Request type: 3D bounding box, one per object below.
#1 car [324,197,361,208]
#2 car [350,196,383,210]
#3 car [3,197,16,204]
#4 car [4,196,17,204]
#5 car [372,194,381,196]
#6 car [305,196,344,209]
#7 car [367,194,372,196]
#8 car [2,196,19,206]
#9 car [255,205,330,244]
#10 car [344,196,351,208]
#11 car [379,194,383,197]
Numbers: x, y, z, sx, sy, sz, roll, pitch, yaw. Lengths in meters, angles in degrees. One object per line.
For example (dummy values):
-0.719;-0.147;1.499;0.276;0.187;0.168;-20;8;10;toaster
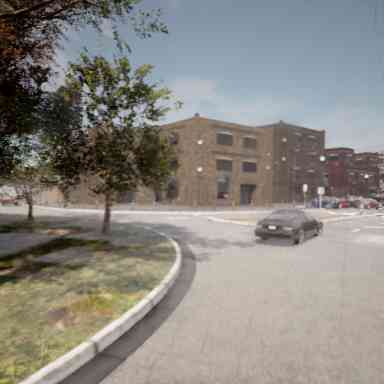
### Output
22.641;1.571;50.258;2.002;1.452;4.674;0;1;-38;car
24.035;1.617;45.559;4.674;1.442;1.812;1;0;-38;car
-33.033;1.543;60.171;1.895;1.301;4.718;1;-2;-27;car
-37.359;1.666;68.627;2.128;1.511;4.902;1;-2;-27;car
26.978;1.538;53.672;2.231;1.521;4.892;0;1;-38;car
18.319;1.392;46.827;2.185;1.767;4.553;0;1;-38;car
24.830;1.410;51.936;2.185;1.767;4.553;0;1;-38;car
-25.199;1.228;46.115;1.895;1.301;4.718;1;-1;-32;car
4.914;1.593;16.368;2.033;1.411;5.357;1;0;35;car
20.468;1.526;48.563;2.097;1.535;5.008;0;1;-38;car
31.305;1.282;57.090;2.435;2.045;5.566;0;1;-38;car
